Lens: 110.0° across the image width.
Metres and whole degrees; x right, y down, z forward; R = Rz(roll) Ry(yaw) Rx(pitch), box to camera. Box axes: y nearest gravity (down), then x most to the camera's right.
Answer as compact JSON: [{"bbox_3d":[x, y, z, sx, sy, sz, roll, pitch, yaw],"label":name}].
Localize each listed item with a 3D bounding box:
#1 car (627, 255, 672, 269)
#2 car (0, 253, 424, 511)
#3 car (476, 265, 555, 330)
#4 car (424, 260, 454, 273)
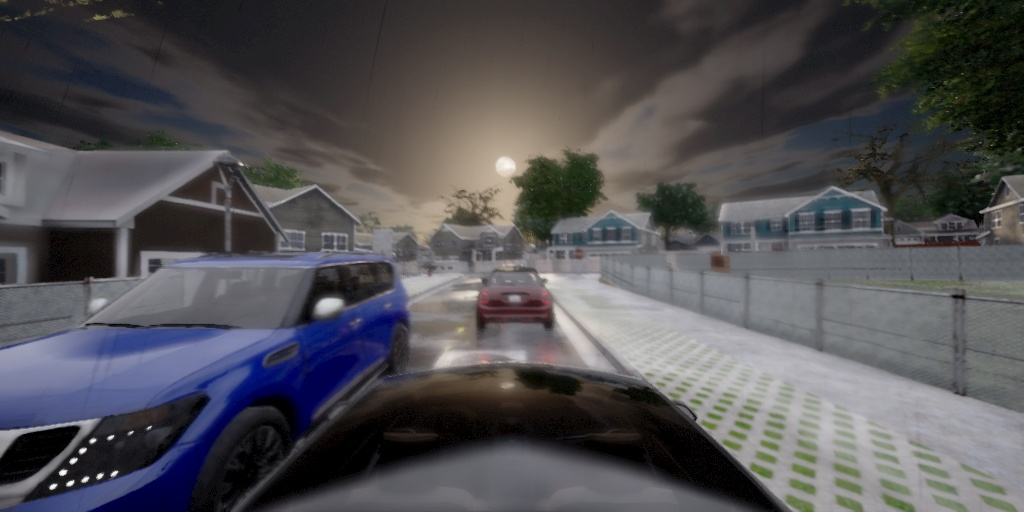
[{"bbox_3d":[10.694,0.642,29.922,4.892,1.490,1.837,-2,-2,35],"label":"car"},{"bbox_3d":[-2.847,0.971,4.256,2.150,2.045,5.566,0,0,0],"label":"car"},{"bbox_3d":[0.094,1.103,11.244,2.097,1.767,4.553,0,0,0],"label":"car"},{"bbox_3d":[-9.191,1.266,43.227,4.892,1.490,1.837,-2,-2,32],"label":"car"}]
